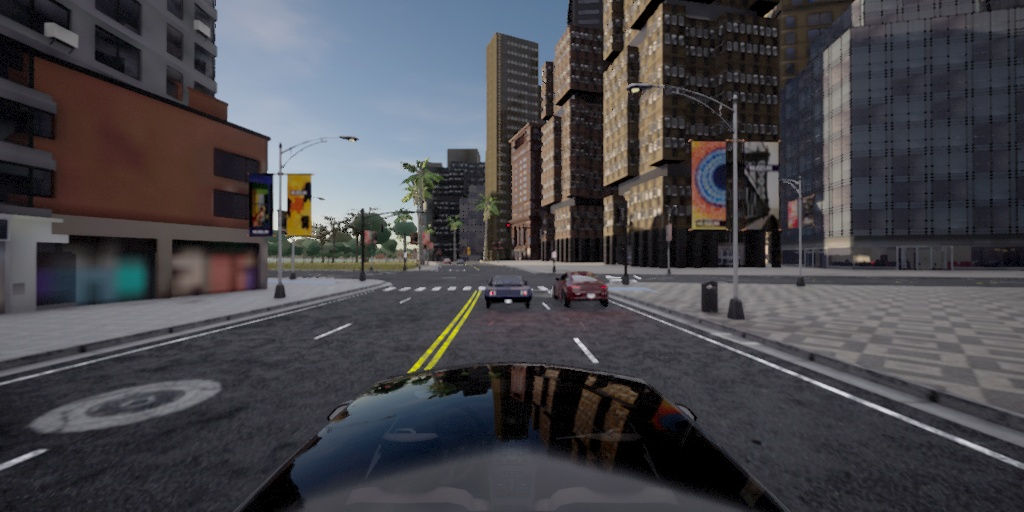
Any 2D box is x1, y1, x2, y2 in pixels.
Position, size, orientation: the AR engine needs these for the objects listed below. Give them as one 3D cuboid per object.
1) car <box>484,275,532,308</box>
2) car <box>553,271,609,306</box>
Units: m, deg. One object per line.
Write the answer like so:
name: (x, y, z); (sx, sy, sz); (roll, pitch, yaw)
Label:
car: (-0.211, 1.482, 16.038); (1.895, 1.301, 4.718); (0, 0, -2)
car: (3.032, 1.409, 16.355); (1.812, 1.442, 4.674); (0, -1, -2)
